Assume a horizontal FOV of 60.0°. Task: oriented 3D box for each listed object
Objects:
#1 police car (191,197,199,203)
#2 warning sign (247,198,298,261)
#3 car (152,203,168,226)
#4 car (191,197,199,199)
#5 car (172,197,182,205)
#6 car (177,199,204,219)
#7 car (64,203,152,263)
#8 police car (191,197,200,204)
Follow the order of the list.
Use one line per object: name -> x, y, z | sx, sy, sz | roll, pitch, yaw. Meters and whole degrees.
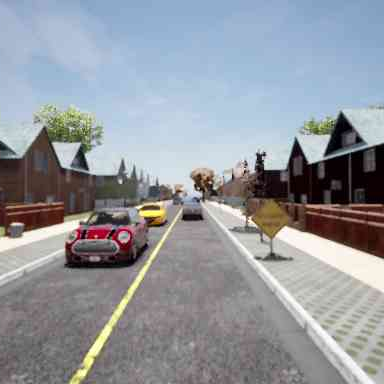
police car -> 0.790, 1.985, 85.613 | 1.930, 1.638, 5.238 | 0, -1, 0
warning sign -> 2.502, 1.128, 10.511 | 1.300, 1.860, 1.060 | -1, -1, 0
car -> -2.835, 1.532, 23.910 | 1.882, 1.535, 5.008 | 0, 1, 0
car -> 0.042, 1.723, 44.968 | 1.994, 1.385, 4.181 | 0, 0, 0
car -> -2.782, 1.702, 66.564 | 2.097, 1.767, 4.553 | 0, -1, 0
car -> 0.048, 1.623, 29.578 | 2.033, 1.411, 5.357 | 0, 0, 0
car -> -2.853, 1.368, 11.990 | 2.097, 1.767, 4.553 | 0, 0, 0
police car -> 0.794, 1.873, 75.613 | 1.930, 1.638, 5.238 | 0, -1, 0
